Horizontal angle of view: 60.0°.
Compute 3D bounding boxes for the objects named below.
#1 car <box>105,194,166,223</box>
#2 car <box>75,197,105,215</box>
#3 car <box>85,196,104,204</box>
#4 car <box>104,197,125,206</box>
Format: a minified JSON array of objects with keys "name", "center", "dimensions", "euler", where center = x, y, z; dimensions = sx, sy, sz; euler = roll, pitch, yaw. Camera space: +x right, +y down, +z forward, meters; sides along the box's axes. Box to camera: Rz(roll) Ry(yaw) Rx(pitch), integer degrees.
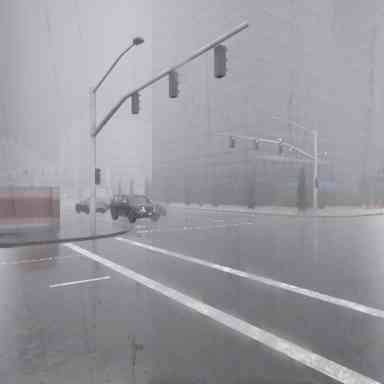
[{"name":"car","center":[-4.598,1.221,26.152],"dimensions":[2.150,2.045,5.566],"euler":[0,0,-35]},{"name":"car","center":[-10.619,1.547,34.582],"dimensions":[2.033,1.411,5.357],"euler":[0,0,-36]},{"name":"car","center":[-19.086,1.492,64.785],"dimensions":[2.128,1.511,4.902],"euler":[0,0,-36]},{"name":"car","center":[-13.119,1.526,56.451],"dimensions":[1.812,1.442,4.674],"euler":[0,0,-36]}]
